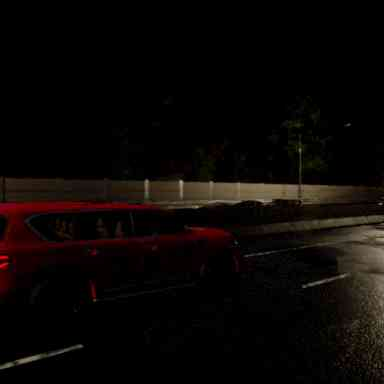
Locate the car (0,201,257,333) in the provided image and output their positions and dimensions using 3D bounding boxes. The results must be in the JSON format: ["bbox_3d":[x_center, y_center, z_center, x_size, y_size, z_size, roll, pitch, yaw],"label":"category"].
[{"bbox_3d":[-1.431,1.223,7.026,5.566,2.045,2.150,0,0,-35],"label":"car"}]

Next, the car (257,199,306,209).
[{"bbox_3d":[6.937,1.368,26.028,4.553,1.767,2.097,0,0,-35],"label":"car"}]

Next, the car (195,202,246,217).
[{"bbox_3d":[2.788,1.617,31.667,4.718,1.301,1.895,0,0,-35],"label":"car"}]

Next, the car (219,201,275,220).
[{"bbox_3d":[4.807,1.524,28.809,4.892,1.490,1.837,1,0,-35],"label":"car"}]
